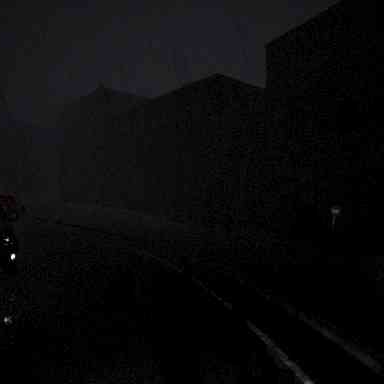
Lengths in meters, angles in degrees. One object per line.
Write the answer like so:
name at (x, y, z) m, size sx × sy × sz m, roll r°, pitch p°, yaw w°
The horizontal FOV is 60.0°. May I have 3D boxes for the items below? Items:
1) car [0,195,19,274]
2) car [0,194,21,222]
car at (-6.755, 1.216, 10.146) m, size 2.150 × 2.045 × 5.566 m, roll 1°, pitch 0°, yaw -34°
car at (-16.068, 1.240, 27.505) m, size 2.150 × 2.045 × 5.566 m, roll 1°, pitch 0°, yaw -40°
